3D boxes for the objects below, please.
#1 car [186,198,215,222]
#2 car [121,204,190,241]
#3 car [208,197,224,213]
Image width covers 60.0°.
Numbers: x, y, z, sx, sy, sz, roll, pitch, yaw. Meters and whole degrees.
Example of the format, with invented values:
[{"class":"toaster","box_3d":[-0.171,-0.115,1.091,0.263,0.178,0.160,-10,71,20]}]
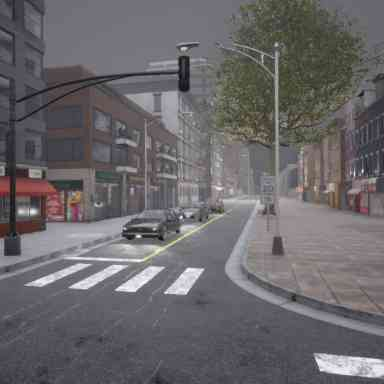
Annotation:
[{"class":"car","box_3d":[0.225,1.492,26.753,2.128,1.511,4.902,0,0,12]},{"class":"car","box_3d":[-1.809,1.556,17.209,2.033,1.411,5.357,0,0,12]},{"class":"car","box_3d":[2.307,1.347,36.497,2.097,1.767,4.553,0,0,12]}]
